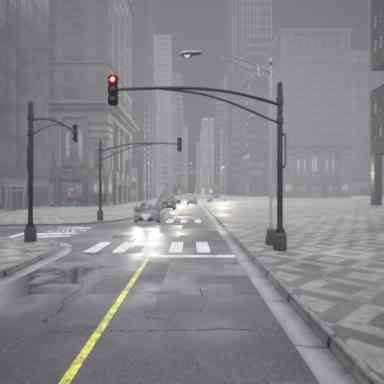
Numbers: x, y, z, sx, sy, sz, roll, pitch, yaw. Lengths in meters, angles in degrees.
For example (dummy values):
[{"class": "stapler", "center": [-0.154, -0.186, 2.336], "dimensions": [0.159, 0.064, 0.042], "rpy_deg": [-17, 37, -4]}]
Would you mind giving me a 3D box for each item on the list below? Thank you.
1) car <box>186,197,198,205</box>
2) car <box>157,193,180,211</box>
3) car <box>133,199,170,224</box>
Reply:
[{"class": "car", "center": [0.026, 1.550, 57.639], "dimensions": [2.033, 1.411, 5.357], "rpy_deg": [0, 0, 0]}, {"class": "car", "center": [-3.074, 1.212, 41.434], "dimensions": [2.150, 2.045, 5.566], "rpy_deg": [0, 1, 0]}, {"class": "car", "center": [-3.092, 1.490, 24.643], "dimensions": [2.128, 1.511, 4.902], "rpy_deg": [0, 0, 0]}]
